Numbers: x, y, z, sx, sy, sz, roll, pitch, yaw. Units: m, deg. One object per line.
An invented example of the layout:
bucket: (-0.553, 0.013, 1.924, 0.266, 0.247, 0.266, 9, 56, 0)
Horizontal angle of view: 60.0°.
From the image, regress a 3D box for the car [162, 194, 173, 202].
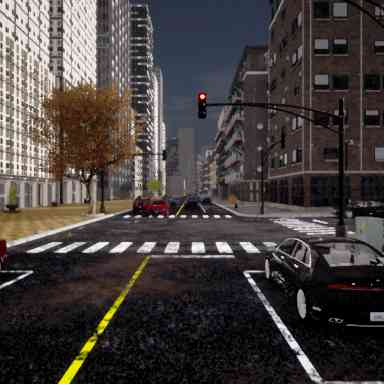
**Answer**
car: (-5.724, 1.384, 77.990, 2.192, 1.841, 5.009, 0, 0, 0)

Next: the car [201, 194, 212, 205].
car: (2.664, 1.609, 61.424, 1.947, 1.339, 4.313, 0, 0, 0)

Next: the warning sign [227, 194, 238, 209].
warning sign: (5.052, 1.138, 41.459, 1.300, 1.860, 1.060, 0, 0, 0)

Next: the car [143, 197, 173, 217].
car: (-3.114, 1.491, 31.575, 1.882, 1.535, 5.008, 0, 0, 0)

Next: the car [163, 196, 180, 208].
car: (-3.116, 1.631, 48.934, 1.895, 1.301, 4.718, 0, 0, 0)

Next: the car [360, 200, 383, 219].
car: (14.778, 1.343, 23.790, 4.181, 1.385, 1.994, -1, 0, -1)

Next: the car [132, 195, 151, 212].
car: (-5.709, 1.335, 39.330, 2.192, 1.841, 5.009, 0, 0, 0)

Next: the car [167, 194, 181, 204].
car: (-3.076, 1.539, 63.932, 2.128, 1.511, 4.902, 0, 0, 1)

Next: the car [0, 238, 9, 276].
car: (-5.695, 1.545, 6.942, 1.887, 1.381, 4.507, 0, 0, 0)

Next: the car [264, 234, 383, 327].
car: (2.685, 1.551, 6.945, 2.008, 1.369, 4.403, 0, 0, 0)

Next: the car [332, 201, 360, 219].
car: (13.414, 1.349, 26.355, 4.403, 1.369, 2.008, -1, 1, -1)

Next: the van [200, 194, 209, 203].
van: (2.659, 1.401, 72.471, 1.690, 1.788, 3.998, 0, 0, 0)

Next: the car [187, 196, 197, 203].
car: (-0.029, 1.615, 73.049, 1.994, 1.385, 4.181, 0, 0, 0)

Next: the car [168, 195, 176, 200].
car: (-5.730, 1.652, 94.558, 2.008, 1.369, 4.403, 0, 0, 0)

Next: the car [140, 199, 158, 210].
car: (-5.710, 1.592, 44.853, 1.947, 1.339, 4.313, 0, 0, 0)

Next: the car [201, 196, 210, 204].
car: (2.662, 1.577, 67.117, 1.752, 1.417, 4.829, 0, 0, 0)

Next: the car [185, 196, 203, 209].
car: (0.084, 1.590, 44.946, 1.994, 1.385, 4.181, 0, 0, 0)

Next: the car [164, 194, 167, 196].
car: (-5.722, 1.626, 72.467, 1.947, 1.339, 4.313, 0, 0, 0)
